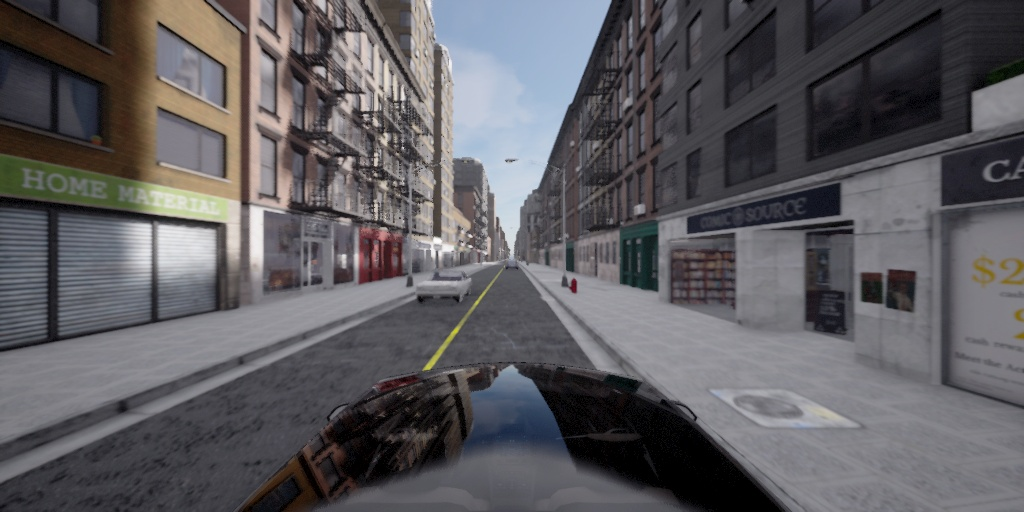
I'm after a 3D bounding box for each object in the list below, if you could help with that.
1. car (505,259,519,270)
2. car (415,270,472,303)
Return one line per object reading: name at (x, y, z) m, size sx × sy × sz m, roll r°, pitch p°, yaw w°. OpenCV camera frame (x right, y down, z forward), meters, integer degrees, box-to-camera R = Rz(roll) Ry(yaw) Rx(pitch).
car at (0.005, 1.366, 54.428) m, size 1.994 × 1.385 × 4.181 m, roll 0°, pitch 0°, yaw 0°
car at (-3.048, 1.350, 16.765) m, size 1.895 × 1.301 × 4.718 m, roll 0°, pitch 0°, yaw 0°
